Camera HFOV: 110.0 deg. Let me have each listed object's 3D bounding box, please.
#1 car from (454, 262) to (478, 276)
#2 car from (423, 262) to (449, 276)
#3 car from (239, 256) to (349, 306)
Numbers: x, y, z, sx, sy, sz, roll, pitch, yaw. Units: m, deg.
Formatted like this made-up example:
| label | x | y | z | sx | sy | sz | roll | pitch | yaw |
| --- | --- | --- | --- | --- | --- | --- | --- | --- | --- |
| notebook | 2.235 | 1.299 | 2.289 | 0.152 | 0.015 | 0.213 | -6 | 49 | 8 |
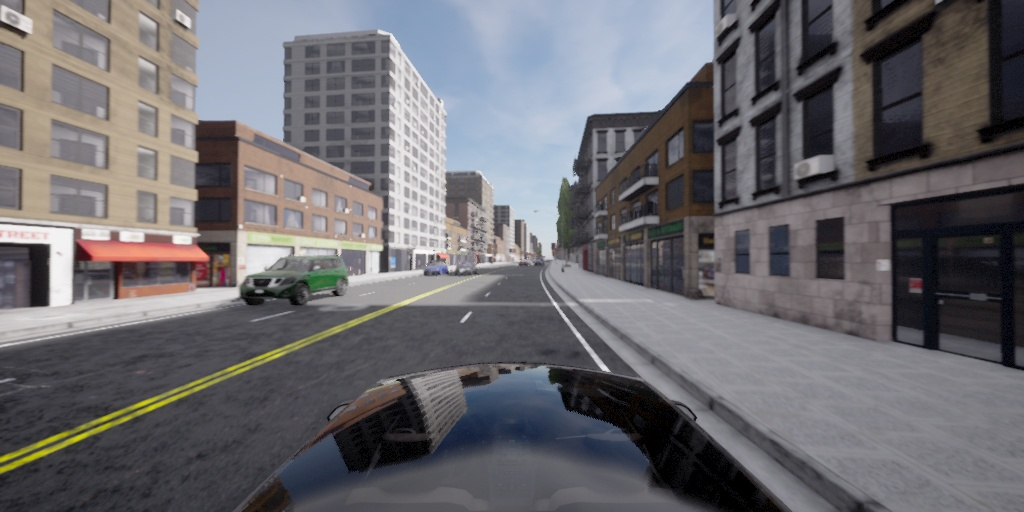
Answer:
| label | x | y | z | sx | sy | sz | roll | pitch | yaw |
| --- | --- | --- | --- | --- | --- | --- | --- | --- | --- |
| car | -5.017 | 1.388 | 39.645 | 2.128 | 1.511 | 4.902 | 0 | 0 | 5 |
| car | -8.283 | 1.417 | 39.572 | 1.812 | 1.442 | 4.674 | 0 | -1 | 5 |
| car | -9.578 | 1.004 | 16.429 | 2.150 | 2.045 | 5.566 | 0 | 0 | 1 |
